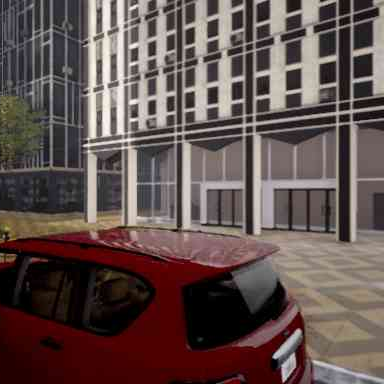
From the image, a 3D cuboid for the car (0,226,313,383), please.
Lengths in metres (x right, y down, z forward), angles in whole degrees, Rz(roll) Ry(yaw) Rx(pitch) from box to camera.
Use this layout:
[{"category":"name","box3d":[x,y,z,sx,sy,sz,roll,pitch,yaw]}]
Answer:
[{"category":"car","box3d":[-1.256,1.341,3.758,5.009,1.841,2.192,-1,0,35]}]
